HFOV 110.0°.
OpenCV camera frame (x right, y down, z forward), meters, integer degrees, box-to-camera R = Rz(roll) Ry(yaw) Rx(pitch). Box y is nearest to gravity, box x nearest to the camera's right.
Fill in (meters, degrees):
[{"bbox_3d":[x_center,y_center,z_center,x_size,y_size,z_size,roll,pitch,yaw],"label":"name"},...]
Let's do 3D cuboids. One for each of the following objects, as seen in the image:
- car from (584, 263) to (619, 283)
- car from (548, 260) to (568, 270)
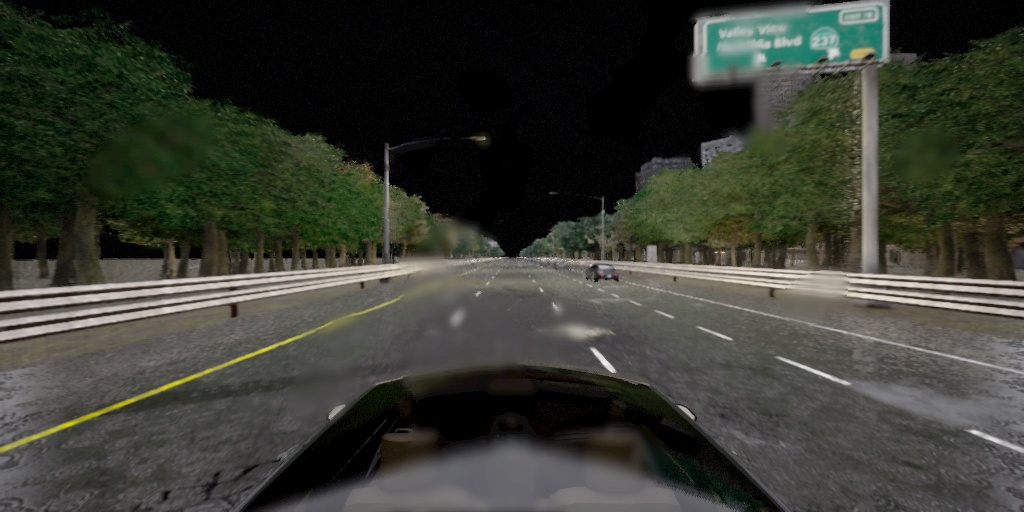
[{"bbox_3d":[6.986,1.288,28.054,1.812,1.442,4.674,0,0,0],"label":"car"},{"bbox_3d":[6.973,1.266,51.979,2.128,1.511,4.902,0,0,0],"label":"car"}]
